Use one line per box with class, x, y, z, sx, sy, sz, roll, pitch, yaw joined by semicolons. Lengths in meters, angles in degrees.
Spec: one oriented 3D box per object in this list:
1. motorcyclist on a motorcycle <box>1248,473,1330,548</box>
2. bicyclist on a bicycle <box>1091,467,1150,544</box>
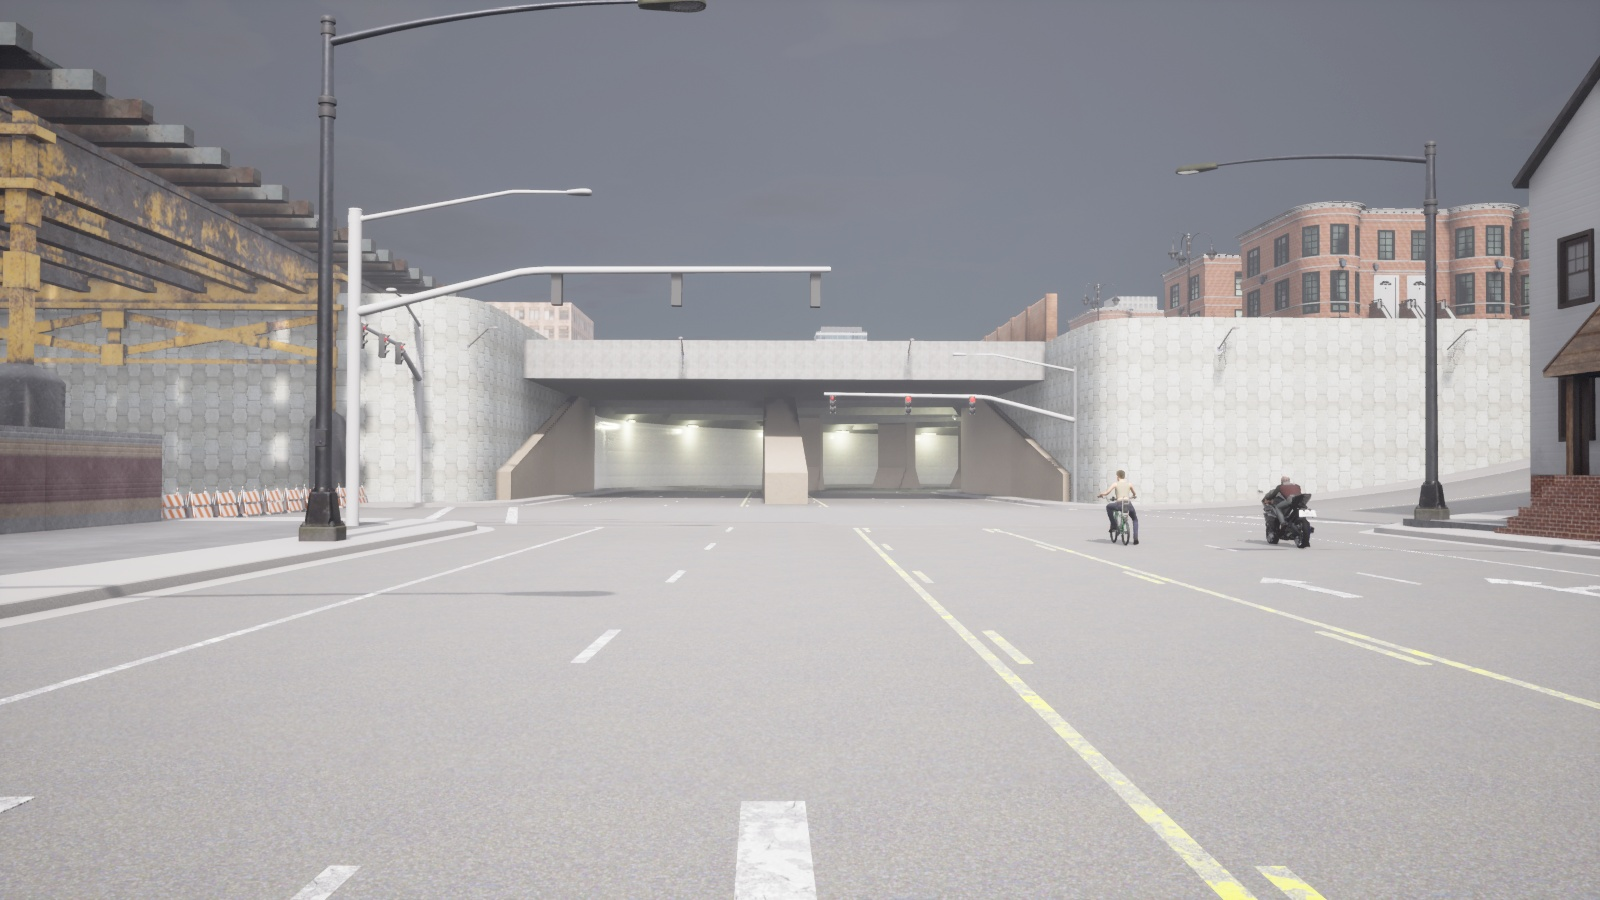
motorcyclist on a motorcycle;10.422;1.258;26.851;0.866;1.530;2.191;0;-1;0
bicyclist on a bicycle;6.927;1.179;27.175;0.866;1.612;1.509;0;-1;-1
